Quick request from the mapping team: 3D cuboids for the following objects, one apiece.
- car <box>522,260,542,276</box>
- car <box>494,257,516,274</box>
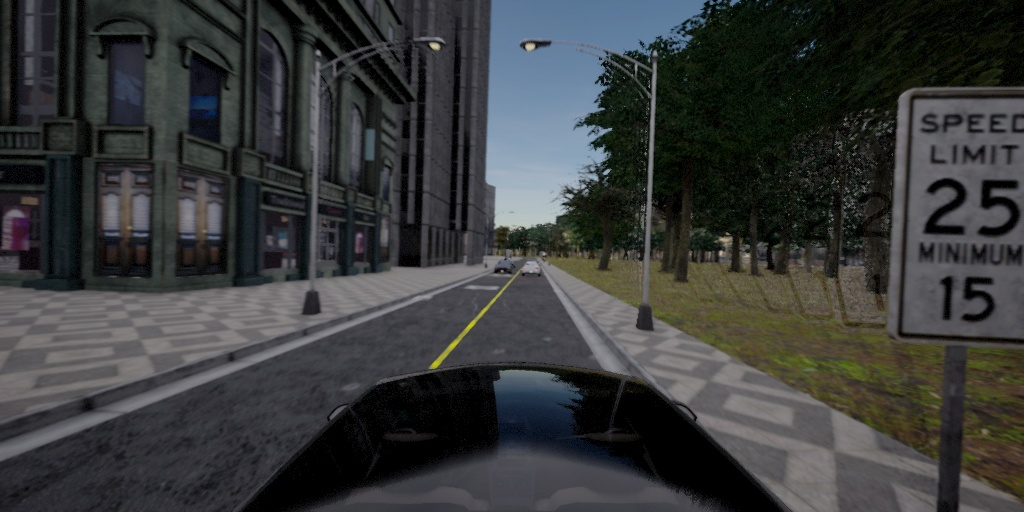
[{"bbox_3d":[2.039,1.303,37.527,1.812,1.442,4.674,2,0,4],"label":"car"},{"bbox_3d":[-0.862,1.212,40.364,2.033,1.411,5.357,2,0,3],"label":"car"}]
